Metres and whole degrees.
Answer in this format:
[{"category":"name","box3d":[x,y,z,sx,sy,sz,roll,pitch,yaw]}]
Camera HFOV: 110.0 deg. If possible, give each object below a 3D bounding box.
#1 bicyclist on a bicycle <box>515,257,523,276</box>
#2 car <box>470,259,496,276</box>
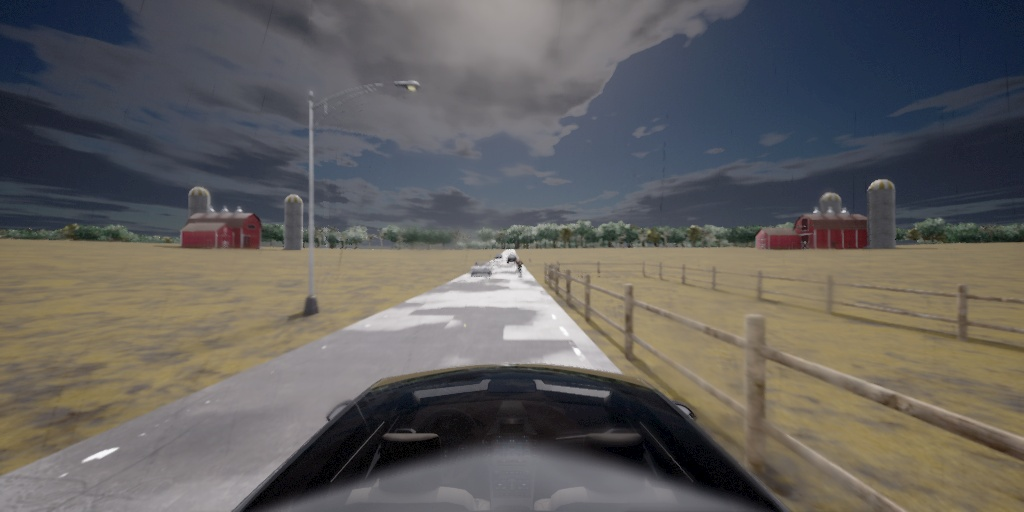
[{"category":"bicyclist on a bicycle","box3d":[0.752,1.062,32.892,0.582,1.620,1.656,0,0,0]},{"category":"car","box3d":[-2.836,1.196,34.132,1.895,1.301,4.718,0,1,0]}]
